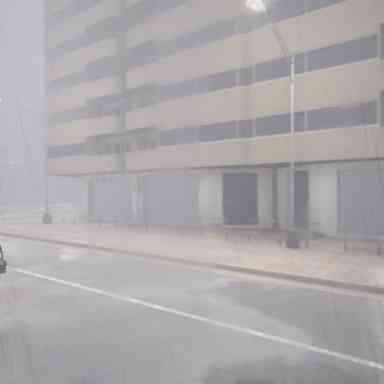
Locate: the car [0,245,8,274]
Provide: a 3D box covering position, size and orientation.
[{"bbox_3d":[-6.983,1.549,8.879,5.357,1.411,2.033,0,0,36],"label":"car"}]
